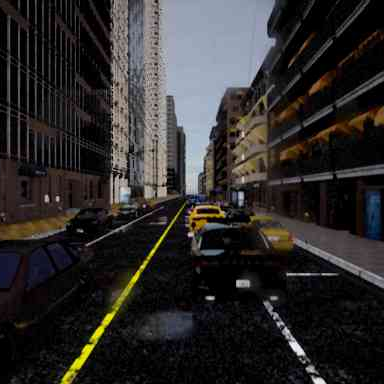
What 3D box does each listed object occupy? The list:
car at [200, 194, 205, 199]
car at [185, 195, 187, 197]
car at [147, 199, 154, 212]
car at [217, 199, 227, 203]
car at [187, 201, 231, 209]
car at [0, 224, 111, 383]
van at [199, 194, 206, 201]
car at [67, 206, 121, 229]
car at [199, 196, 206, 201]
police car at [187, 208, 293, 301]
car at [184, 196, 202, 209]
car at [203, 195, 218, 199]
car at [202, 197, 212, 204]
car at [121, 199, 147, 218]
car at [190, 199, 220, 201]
[{"bbox_3d":[2.785,1.392,52.879,2.192,1.841,5.009,0,0,0],"label":"car"},{"bbox_3d":[0.115,1.574,63.944,1.882,1.535,5.008,0,0,0],"label":"car"},{"bbox_3d":[-5.626,1.488,35.949,1.967,1.590,4.097,0,0,0],"label":"car"},{"bbox_3d":[2.745,1.589,30.285,2.008,1.369,4.403,0,0,0],"label":"car"},{"bbox_3d":[0.821,1.500,18.407,1.882,1.535,5.008,0,0,0],"label":"car"},{"bbox_3d":[-3.093,1.553,5.520,2.033,1.411,5.357,0,0,0],"label":"car"},{"bbox_3d":[2.843,1.487,86.770,1.690,1.788,3.998,0,0,0],"label":"van"},{"bbox_3d":[-5.656,1.588,19.002,1.947,1.339,4.313,0,0,0],"label":"car"},{"bbox_3d":[2.854,1.726,92.419,1.947,1.339,4.313,0,0,0],"label":"car"},{"bbox_3d":[0.916,1.435,8.515,1.930,1.638,5.238,0,0,0],"label":"police car"},{"bbox_3d":[0.119,1.668,47.098,1.895,1.301,4.718,0,0,1],"label":"car"},{"bbox_3d":[2.765,1.498,41.581,1.967,1.590,4.097,0,0,0],"label":"car"},{"bbox_3d":[2.804,1.679,64.176,1.802,1.307,4.206,0,0,0],"label":"car"},{"bbox_3d":[-5.635,1.589,30.299,2.008,1.369,4.403,0,0,0],"label":"car"},{"bbox_3d":[0.943,1.535,24.405,1.837,1.490,4.892,0,0,0],"label":"car"}]
